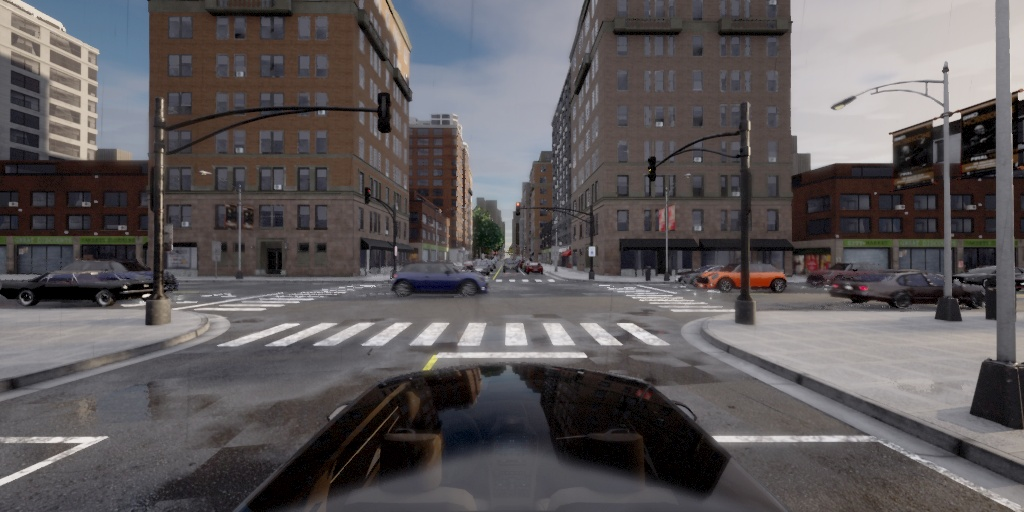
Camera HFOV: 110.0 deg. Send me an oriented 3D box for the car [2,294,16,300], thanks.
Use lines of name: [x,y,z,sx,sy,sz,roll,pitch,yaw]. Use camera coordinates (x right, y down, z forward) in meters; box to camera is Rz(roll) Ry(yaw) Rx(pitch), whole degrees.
car: [-5.855,1.190,1.453,1.967,1.591,4.097,0,0,0]

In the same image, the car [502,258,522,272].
car: [-0.189,1.283,47.104,2.128,1.511,4.902,0,0,-1]

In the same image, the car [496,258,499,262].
car: [-3.487,1.322,57.744,1.837,1.490,4.892,0,0,0]

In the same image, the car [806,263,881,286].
car: [22.885,1.249,24.453,4.553,1.767,2.097,0,0,-1]

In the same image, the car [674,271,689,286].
car: [13.691,1.347,24.398,4.902,1.511,2.128,0,0,0]

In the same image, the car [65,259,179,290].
car: [-19.119,1.013,17.426,4.553,1.767,2.097,0,0,0]

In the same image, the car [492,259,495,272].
car: [-3.268,1.268,37.559,2.128,1.511,4.902,0,0,0]

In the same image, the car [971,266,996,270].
car: [32.769,1.446,24.524,4.892,1.490,1.837,0,0,0]

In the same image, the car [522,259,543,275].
car: [2.461,1.324,39.907,1.888,1.381,4.507,0,0,-1]

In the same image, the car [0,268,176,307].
car: [-16.666,1.246,14.185,4.718,1.301,1.895,0,0,0]

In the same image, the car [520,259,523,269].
car: [2.399,1.354,45.414,1.948,1.339,4.313,0,0,-1]

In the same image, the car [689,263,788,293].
car: [13.391,1.180,21.130,4.553,1.767,2.097,0,0,0]

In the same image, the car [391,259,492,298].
car: [-3.425,1.073,17.546,4.553,1.767,2.097,0,0,0]

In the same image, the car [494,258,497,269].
car: [-3.376,1.340,47.363,2.033,1.411,5.357,0,0,-1]

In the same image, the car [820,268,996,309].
car: [16.050,1.334,14.451,5.357,1.411,2.033,0,0,0]

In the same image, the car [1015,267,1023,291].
car: [32.316,1.477,21.271,4.181,1.385,1.994,0,0,-1]
